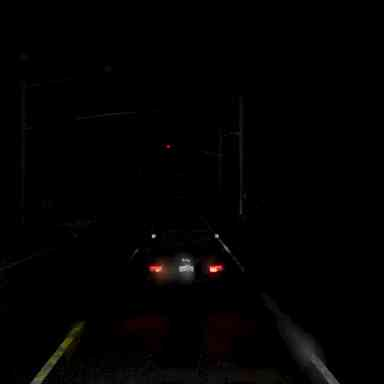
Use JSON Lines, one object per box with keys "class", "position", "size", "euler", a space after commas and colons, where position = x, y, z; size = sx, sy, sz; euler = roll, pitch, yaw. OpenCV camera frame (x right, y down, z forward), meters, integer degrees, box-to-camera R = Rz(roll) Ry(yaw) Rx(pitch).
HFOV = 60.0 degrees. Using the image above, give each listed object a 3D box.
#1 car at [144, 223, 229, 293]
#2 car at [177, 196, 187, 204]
{"class": "car", "position": [-0.175, 1.547, 8.984], "size": [2.033, 1.411, 5.357], "euler": [0, 0, -1]}
{"class": "car", "position": [-1.980, 1.519, 63.454], "size": [1.812, 1.442, 4.674], "euler": [0, 0, -2]}
